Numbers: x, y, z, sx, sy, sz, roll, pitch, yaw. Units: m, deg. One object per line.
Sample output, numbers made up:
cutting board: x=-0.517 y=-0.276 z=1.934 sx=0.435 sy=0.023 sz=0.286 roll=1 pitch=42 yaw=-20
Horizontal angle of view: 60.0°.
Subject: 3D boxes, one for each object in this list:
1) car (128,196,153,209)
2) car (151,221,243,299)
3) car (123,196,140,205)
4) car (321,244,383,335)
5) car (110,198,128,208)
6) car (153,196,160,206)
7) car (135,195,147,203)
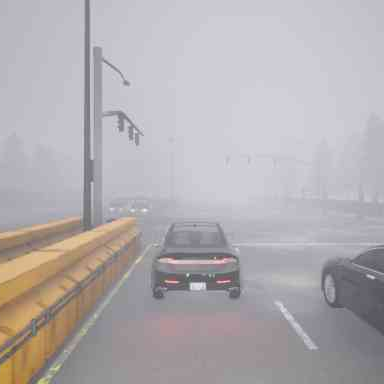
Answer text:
car: x=-7.149 y=1.352 z=46.548 sx=2.097 sy=1.767 sz=4.553 roll=0 pitch=0 yaw=0
car: x=0.075 y=1.492 z=8.440 sx=2.128 sy=1.511 sz=4.902 roll=0 pitch=0 yaw=-1
car: x=-10.641 y=1.491 z=59.022 sx=2.128 sy=1.511 sz=4.902 roll=0 pitch=0 yaw=0
car: x=3.596 y=1.505 z=5.027 sx=1.837 sy=1.490 sz=4.892 roll=0 pitch=0 yaw=0
car: x=-10.651 y=1.547 z=49.236 sx=2.033 sy=1.411 sz=5.357 roll=0 pitch=0 yaw=0
car: x=-7.149 y=1.547 z=56.054 sx=2.033 sy=1.411 sz=5.357 roll=0 pitch=0 yaw=0
car: x=-10.575 y=1.478 z=69.111 sx=1.882 sy=1.535 sz=5.008 roll=0 pitch=0 yaw=0
